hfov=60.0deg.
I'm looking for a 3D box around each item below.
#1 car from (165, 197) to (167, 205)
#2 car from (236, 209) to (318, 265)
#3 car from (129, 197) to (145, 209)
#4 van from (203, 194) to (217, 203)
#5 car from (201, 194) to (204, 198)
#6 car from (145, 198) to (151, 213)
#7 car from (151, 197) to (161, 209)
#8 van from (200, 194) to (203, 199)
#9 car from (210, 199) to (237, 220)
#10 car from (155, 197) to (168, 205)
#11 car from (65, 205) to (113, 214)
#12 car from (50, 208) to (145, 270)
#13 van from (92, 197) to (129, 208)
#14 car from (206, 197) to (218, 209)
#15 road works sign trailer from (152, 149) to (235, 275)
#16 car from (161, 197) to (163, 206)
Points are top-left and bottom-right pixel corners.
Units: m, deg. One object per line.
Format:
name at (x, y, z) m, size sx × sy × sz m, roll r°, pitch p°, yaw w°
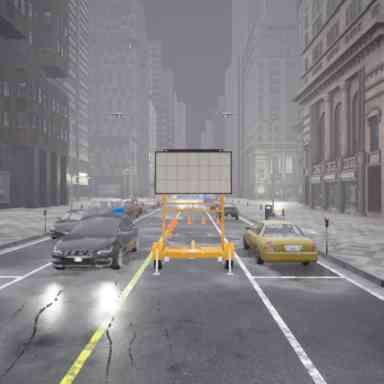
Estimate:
car at (-5.533, 1.555, 55.640) m, size 1.887 × 1.381 × 4.507 m, roll 0°, pitch 0°, yaw 0°
car at (2.820, 1.527, 11.556) m, size 1.752 × 1.417 × 4.829 m, roll 0°, pitch 0°, yaw 0°
car at (-5.647, 1.319, 28.013) m, size 2.192 × 1.841 × 5.009 m, roll 0°, pitch 0°, yaw 0°
van at (2.995, 1.350, 50.061) m, size 1.690 × 1.788 × 3.998 m, roll 0°, pitch 0°, yaw 0°
car at (3.044, 1.557, 61.110) m, size 1.887 × 1.381 × 4.507 m, roll 0°, pitch 0°, yaw 0°
car at (-5.625, 1.550, 33.539) m, size 1.887 × 1.381 × 4.507 m, roll 0°, pitch 0°, yaw 0°
car at (-5.580, 1.533, 44.420) m, size 1.752 × 1.417 × 4.829 m, roll 0°, pitch 0°, yaw 0°
van at (3.070, 1.355, 66.635) m, size 1.690 × 1.788 × 3.998 m, roll 0°, pitch 0°, yaw 0°
car at (2.894, 1.555, 27.961) m, size 2.008 × 1.369 × 4.403 m, roll 0°, pitch 0°, yaw 0°
car at (-5.511, 1.557, 61.165) m, size 1.887 × 1.381 × 4.507 m, roll 0°, pitch 0°, yaw 0°
car at (-5.694, 1.553, 16.962) m, size 2.008 × 1.369 × 4.403 m, roll 0°, pitch 0°, yaw 0°
car at (-2.953, 1.506, 11.093) m, size 1.837 × 1.490 × 4.892 m, roll 0°, pitch 0°, yaw 0°
van at (-5.670, 1.344, 22.488) m, size 1.690 × 1.788 × 3.998 m, roll 0°, pitch 0°, yaw 0°
car at (2.944, 1.589, 39.010) m, size 1.802 × 1.307 × 4.206 m, roll 0°, pitch 0°, yaw 0°
road works sign trailer at (0.045, 0.466, 10.436) m, size 2.380 × 3.560 × 2.880 m, roll 0°, pitch 0°, yaw 0°
car at (-5.556, 1.553, 50.115) m, size 1.887 × 1.381 × 4.507 m, roll 0°, pitch 0°, yaw 0°
